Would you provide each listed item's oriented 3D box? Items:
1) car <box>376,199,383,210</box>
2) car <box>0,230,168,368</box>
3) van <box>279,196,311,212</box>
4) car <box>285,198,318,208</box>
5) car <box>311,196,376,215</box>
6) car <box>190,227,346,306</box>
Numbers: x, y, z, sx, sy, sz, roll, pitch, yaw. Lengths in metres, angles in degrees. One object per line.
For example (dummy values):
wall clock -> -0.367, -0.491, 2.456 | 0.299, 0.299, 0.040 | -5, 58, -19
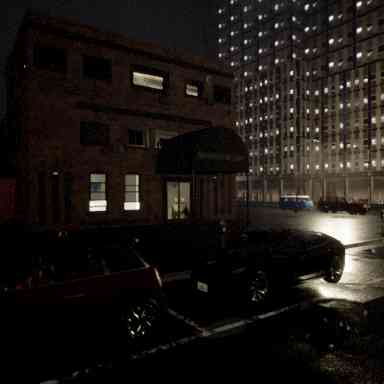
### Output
car -> 21.771, 1.497, 37.840 | 2.008, 1.369, 4.403 | 0, 0, -35
car -> -2.475, 1.440, 4.802 | 4.097, 1.590, 1.967 | 0, 0, -35
van -> 11.726, 1.324, 37.590 | 1.690, 1.788, 3.998 | 0, 0, -35
car -> 15.432, 1.512, 46.930 | 1.802, 1.307, 4.206 | 0, 0, -35
car -> 14.896, 1.306, 33.045 | 2.192, 1.841, 5.009 | 0, 0, -35
car -> 1.988, 1.565, 8.056 | 4.313, 1.339, 1.947 | 0, 0, -35
